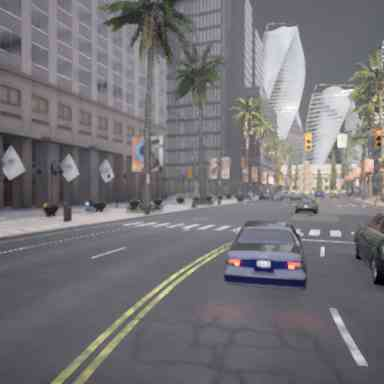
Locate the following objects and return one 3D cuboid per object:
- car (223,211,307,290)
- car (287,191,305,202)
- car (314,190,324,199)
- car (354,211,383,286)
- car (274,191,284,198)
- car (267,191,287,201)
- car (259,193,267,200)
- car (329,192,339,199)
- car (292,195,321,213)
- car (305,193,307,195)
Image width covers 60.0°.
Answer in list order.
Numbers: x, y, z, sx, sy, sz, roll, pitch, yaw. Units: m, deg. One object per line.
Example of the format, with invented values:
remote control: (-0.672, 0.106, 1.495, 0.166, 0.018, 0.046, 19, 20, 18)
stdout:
car: (2.065, 1.473, 9.093, 2.033, 1.411, 5.357, 0, 0, 15)
car: (19.614, 0.986, 62.612, 1.882, 1.535, 5.008, 0, 1, 23)
car: (31.844, 0.581, 83.300, 2.150, 2.045, 5.566, 0, 1, 22)
car: (5.780, 1.286, 9.017, 2.097, 1.767, 4.553, 0, 1, 19)
car: (23.589, 0.640, 89.893, 2.185, 1.767, 4.553, 0, 1, 22)
car: (16.356, 0.986, 63.888, 2.128, 1.511, 4.902, 0, 1, 23)
car: (15.255, 0.955, 69.608, 2.161, 1.482, 4.786, 0, 1, 22)
car: (35.218, 0.961, 82.323, 1.895, 1.301, 4.718, 0, 1, 22)
car: (11.378, 1.308, 32.789, 1.994, 1.385, 4.181, 0, 1, 22)
car: (25.583, 0.896, 77.196, 1.837, 1.490, 4.892, 0, 1, 22)
